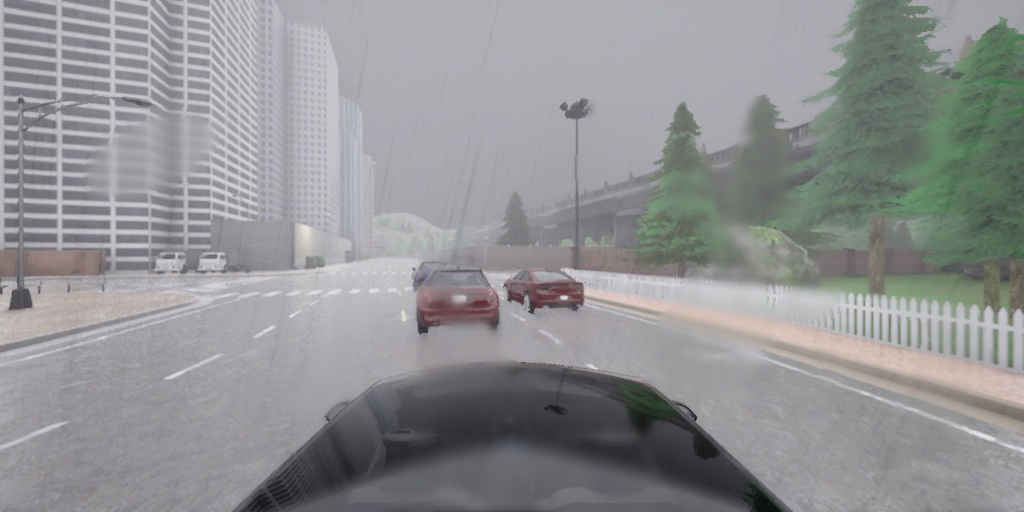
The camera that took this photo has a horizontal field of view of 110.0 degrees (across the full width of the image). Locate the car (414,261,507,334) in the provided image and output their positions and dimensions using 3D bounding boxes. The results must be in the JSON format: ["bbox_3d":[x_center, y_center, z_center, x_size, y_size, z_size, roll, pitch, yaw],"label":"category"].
[{"bbox_3d":[-1.730,1.079,10.808,2.097,1.767,4.553,0,0,-13],"label":"car"}]

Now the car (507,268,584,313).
[{"bbox_3d":[1.048,1.197,13.988,1.882,1.535,5.008,0,0,-15],"label":"car"}]

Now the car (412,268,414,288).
[{"bbox_3d":[-4.719,1.064,21.042,2.097,1.767,4.553,0,0,-17],"label":"car"}]
